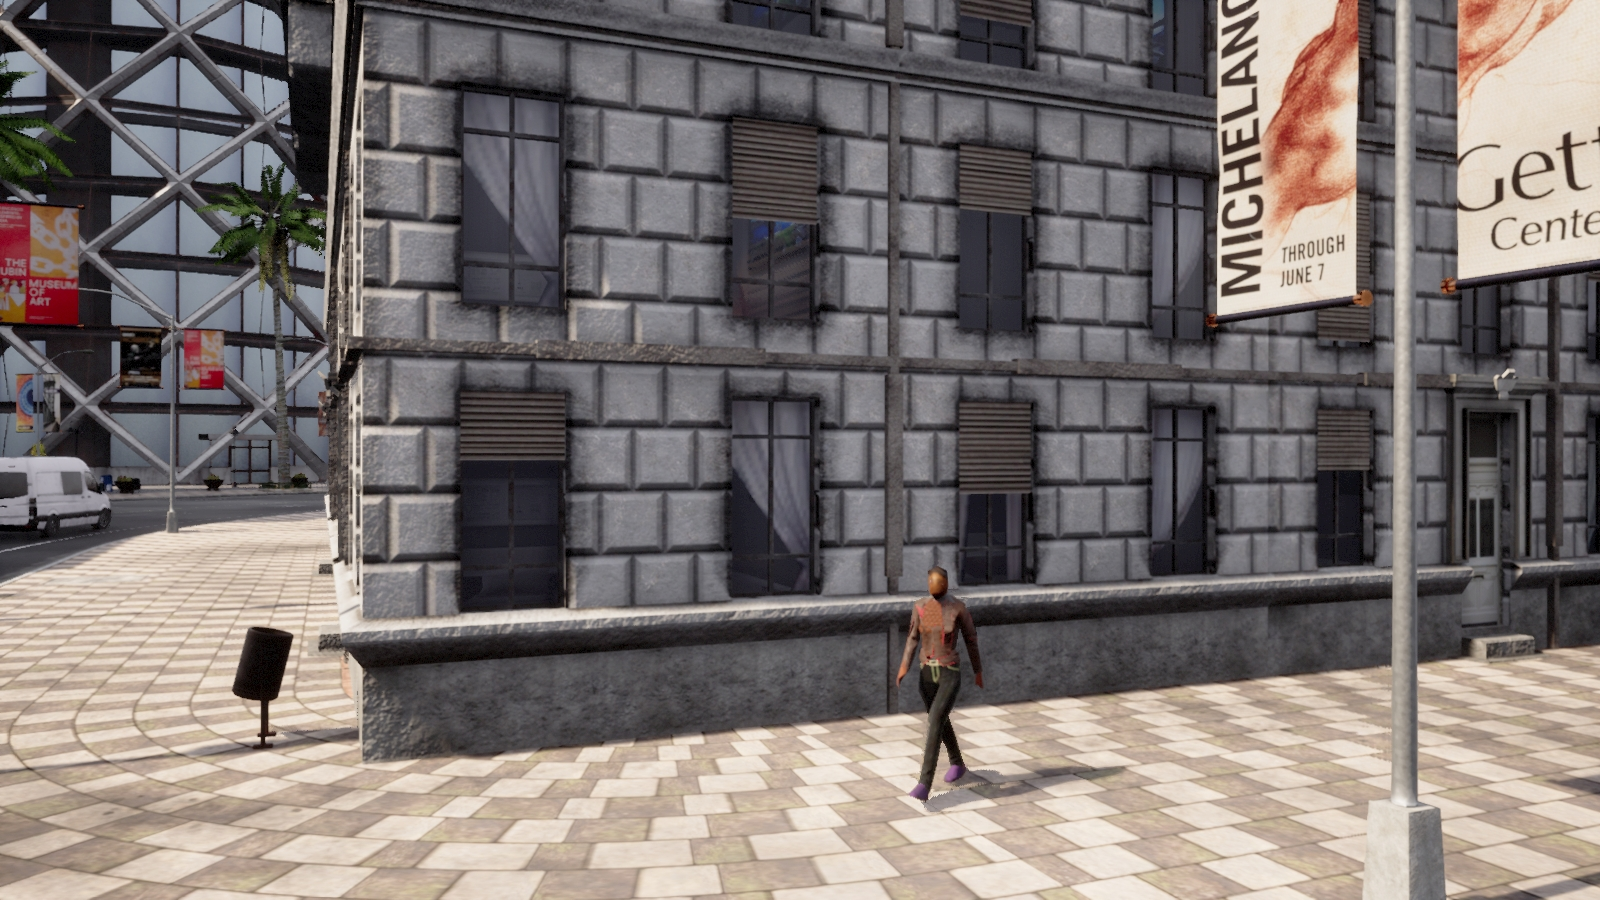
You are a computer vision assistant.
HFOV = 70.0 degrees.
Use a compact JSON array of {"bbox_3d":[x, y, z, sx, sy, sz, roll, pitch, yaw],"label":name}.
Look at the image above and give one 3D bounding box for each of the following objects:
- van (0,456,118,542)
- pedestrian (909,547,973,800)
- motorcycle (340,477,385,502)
[{"bbox_3d":[-24.865,1.514,37.684,1.988,2.561,5.915,0,0,-9],"label":"van"},{"bbox_3d":[1.099,1.705,8.868,0.375,1.860,0.375,0,0,29],"label":"pedestrian"},{"bbox_3d":[-23.894,2.166,62.461,0.764,1.277,2.356,1,0,28],"label":"motorcycle"}]
